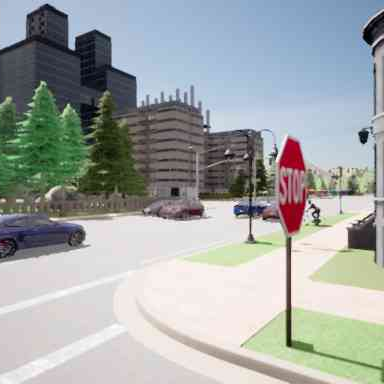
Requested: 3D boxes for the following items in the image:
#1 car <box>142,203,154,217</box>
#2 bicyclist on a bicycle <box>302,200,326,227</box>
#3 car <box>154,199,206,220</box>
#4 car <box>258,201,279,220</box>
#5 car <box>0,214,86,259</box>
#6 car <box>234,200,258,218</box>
[{"bbox_3d":[-2.698,1.526,31.623,2.128,1.511,4.902,0,0,34],"label":"car"},{"bbox_3d":[7.483,1.338,20.775,1.656,1.620,0.582,0,0,33],"label":"bicyclist on a bicycle"},{"bbox_3d":[-0.727,1.387,28.254,2.097,1.767,4.553,0,0,33],"label":"car"},{"bbox_3d":[7.363,1.601,27.484,1.994,1.385,4.181,0,0,33],"label":"car"},{"bbox_3d":[-6.378,1.562,12.950,1.812,1.442,4.674,0,0,33],"label":"car"},{"bbox_3d":[5.660,1.514,31.271,1.882,1.535,5.008,0,0,33],"label":"car"}]
